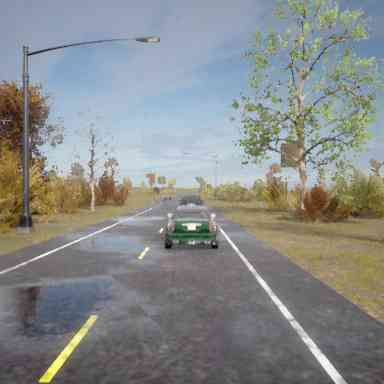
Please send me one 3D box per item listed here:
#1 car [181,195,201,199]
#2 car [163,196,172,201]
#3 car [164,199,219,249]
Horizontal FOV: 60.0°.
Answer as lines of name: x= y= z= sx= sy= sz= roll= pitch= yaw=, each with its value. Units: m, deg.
car: x=-0.078 y=1.256 z=29.689 sx=2.150 sy=2.045 sz=5.566 roll=0 pitch=0 yaw=0
car: x=-5.669 y=1.535 z=77.201 sx=1.895 sy=1.301 sz=4.718 roll=0 pitch=0 yaw=-8
car: x=-0.016 y=1.364 z=14.625 sx=2.097 sy=1.767 sz=4.553 roll=0 pitch=0 yaw=0
